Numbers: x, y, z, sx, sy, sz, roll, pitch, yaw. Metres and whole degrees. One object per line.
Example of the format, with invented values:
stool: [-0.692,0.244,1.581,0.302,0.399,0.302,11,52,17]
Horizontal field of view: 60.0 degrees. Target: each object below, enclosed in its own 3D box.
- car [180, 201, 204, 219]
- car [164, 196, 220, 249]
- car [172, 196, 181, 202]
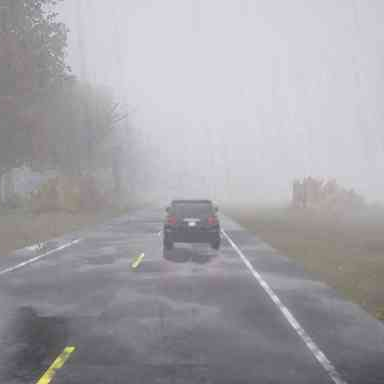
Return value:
car: [0.000,1.557,29.652,1.994,1.385,4.181,0,0,0]
car: [0.000,1.251,14.680,2.150,2.045,5.566,0,0,0]
car: [-3.500,1.499,75.899,1.895,1.301,4.718,0,0,0]
